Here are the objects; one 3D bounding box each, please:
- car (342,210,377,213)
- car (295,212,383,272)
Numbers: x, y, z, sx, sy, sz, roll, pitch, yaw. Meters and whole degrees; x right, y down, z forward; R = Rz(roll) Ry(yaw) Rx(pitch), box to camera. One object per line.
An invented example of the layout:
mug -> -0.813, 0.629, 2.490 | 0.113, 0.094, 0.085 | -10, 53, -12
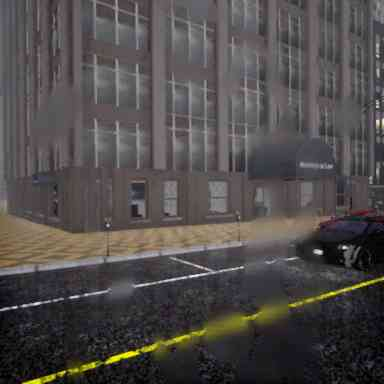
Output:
car -> 7.701, 1.540, 15.616 | 4.507, 1.381, 1.887 | 0, -1, -35
car -> 5.305, 1.561, 10.805 | 4.181, 1.385, 1.994 | 0, 0, -35
